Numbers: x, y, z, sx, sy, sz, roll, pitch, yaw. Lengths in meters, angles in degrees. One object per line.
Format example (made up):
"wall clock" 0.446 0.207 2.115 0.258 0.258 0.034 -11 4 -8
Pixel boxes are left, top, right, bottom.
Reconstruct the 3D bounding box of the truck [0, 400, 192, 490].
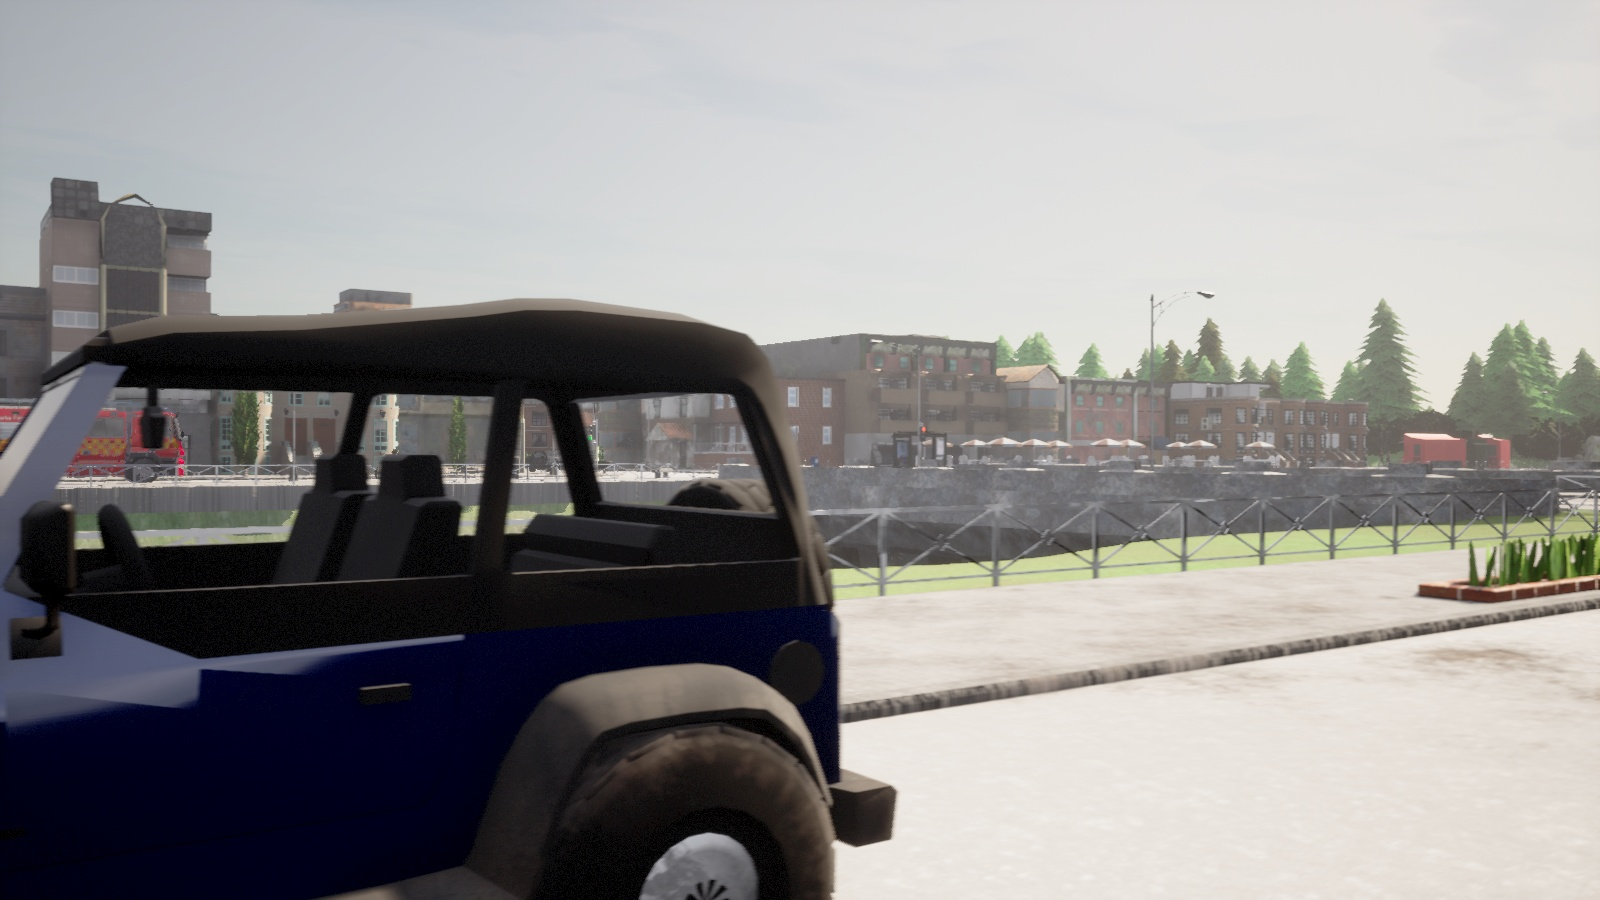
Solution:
"truck" -32.443 -0.212 56.884 8.468 3.827 2.891 0 0 -35

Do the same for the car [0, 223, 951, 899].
"car" -1.725 0.552 3.069 3.866 1.878 1.905 0 0 -35
